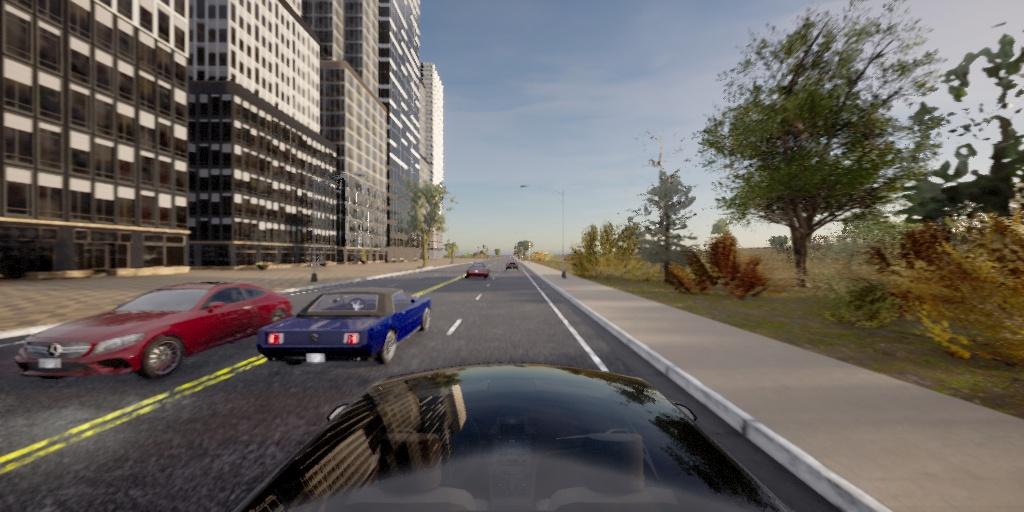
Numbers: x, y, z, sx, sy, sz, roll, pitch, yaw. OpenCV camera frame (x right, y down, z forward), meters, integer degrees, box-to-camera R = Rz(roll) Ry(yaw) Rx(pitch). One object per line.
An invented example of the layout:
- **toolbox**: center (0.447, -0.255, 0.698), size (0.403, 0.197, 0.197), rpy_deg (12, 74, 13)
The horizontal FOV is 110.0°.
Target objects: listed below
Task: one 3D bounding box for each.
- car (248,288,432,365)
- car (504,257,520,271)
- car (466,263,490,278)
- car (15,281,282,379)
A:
- **car**: center (-3.147, 1.351, 7.984), size (1.895, 1.301, 4.718), rpy_deg (0, 0, 0)
- **car**: center (0.023, 1.261, 47.975), size (1.837, 1.490, 4.892), rpy_deg (0, 0, 0)
- **car**: center (-3.136, 1.316, 33.762), size (1.994, 1.385, 4.181), rpy_deg (0, 0, 0)
- **car**: center (-6.557, 1.276, 7.423), size (1.812, 1.442, 4.674), rpy_deg (0, 0, 0)
